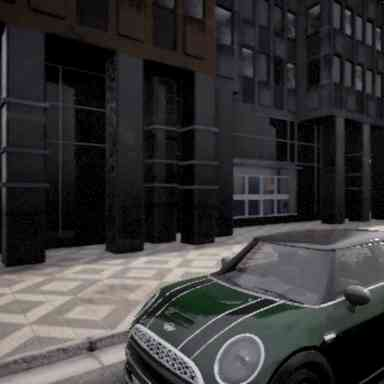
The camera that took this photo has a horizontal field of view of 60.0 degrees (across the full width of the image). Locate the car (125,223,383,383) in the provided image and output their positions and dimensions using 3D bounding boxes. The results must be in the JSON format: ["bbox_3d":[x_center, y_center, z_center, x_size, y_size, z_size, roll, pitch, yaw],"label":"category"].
[{"bbox_3d":[1.449,1.349,4.404,4.553,1.767,2.097,0,0,-35],"label":"car"}]
